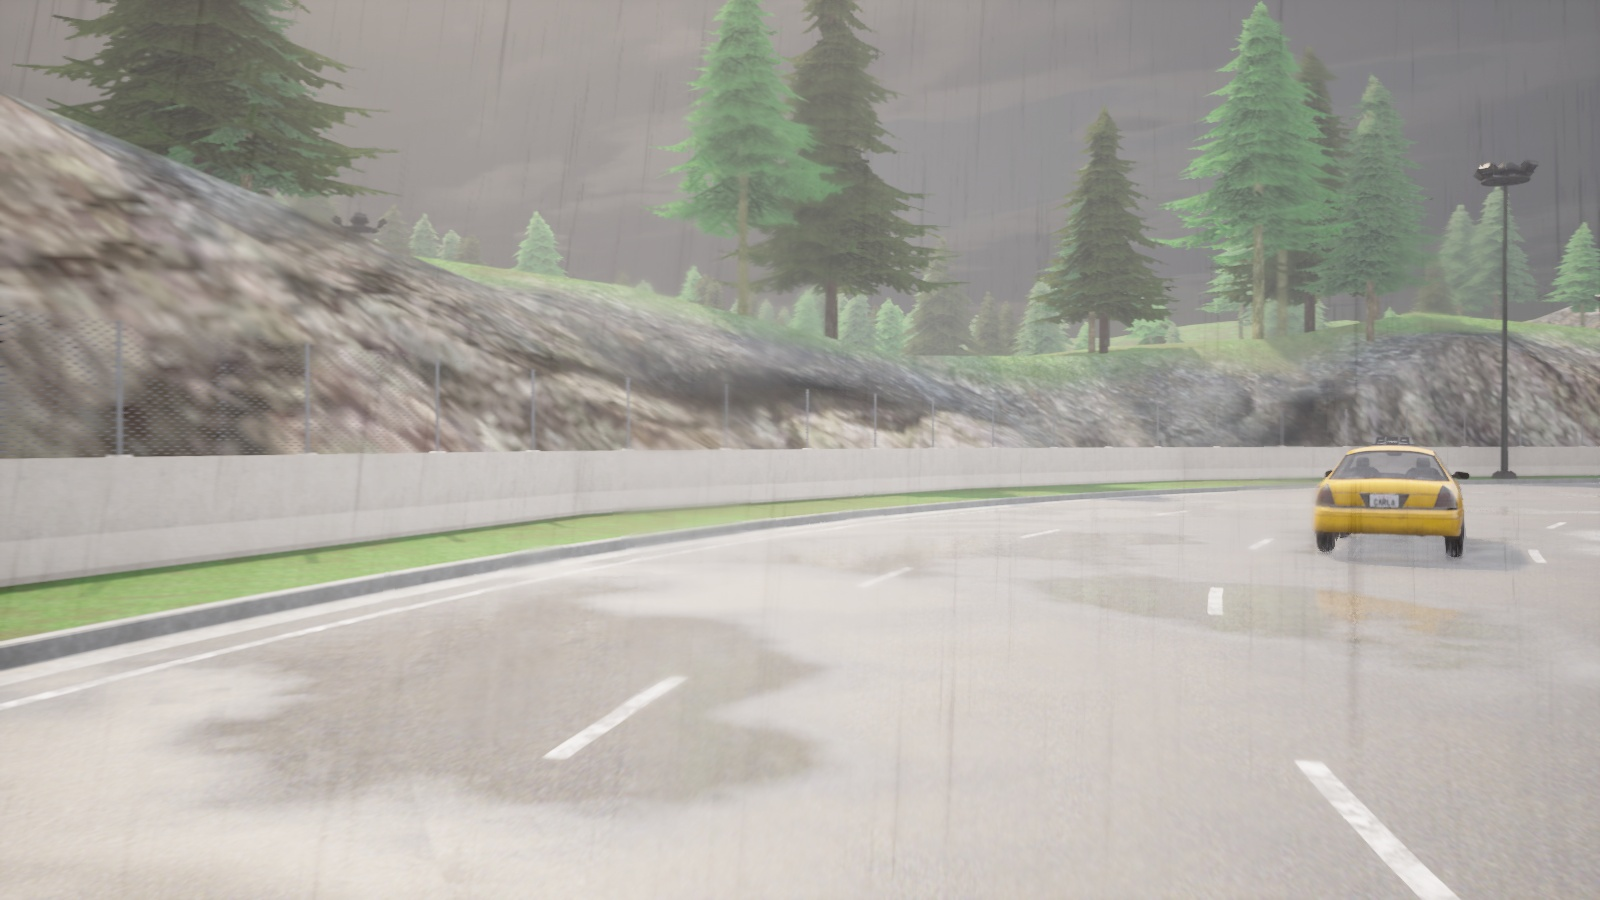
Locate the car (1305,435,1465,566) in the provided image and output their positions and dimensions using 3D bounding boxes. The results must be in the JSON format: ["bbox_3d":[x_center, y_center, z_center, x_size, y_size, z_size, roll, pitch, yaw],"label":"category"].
[{"bbox_3d":[8.512,0.597,18.018,1.801,1.575,5.366,0,0,28],"label":"car"}]
